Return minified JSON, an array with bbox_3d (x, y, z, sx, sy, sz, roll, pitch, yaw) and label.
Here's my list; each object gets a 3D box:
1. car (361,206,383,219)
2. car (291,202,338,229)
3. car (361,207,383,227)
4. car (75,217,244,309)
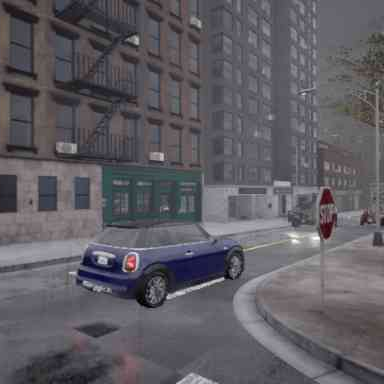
[{"bbox_3d":[23.519,2.620,43.385,1.812,1.442,4.674,0,-2,38],"label":"car"},{"bbox_3d":[9.781,1.821,26.230,2.150,2.045,5.566,0,-2,39],"label":"car"},{"bbox_3d":[16.585,2.282,30.049,1.812,1.442,4.674,0,-2,38],"label":"car"},{"bbox_3d":[-0.510,1.475,8.492,2.097,1.767,4.553,0,-2,38],"label":"car"}]
